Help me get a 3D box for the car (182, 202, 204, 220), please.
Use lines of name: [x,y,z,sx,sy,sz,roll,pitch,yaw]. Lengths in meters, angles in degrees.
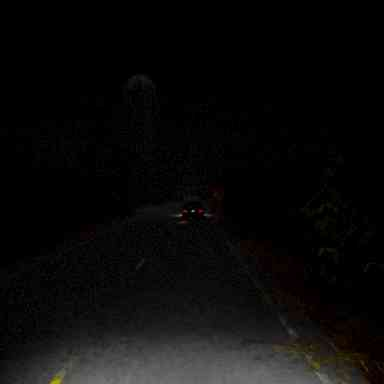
car: [0.088,1.526,28.278,2.033,1.411,5.357,0,0,0]
